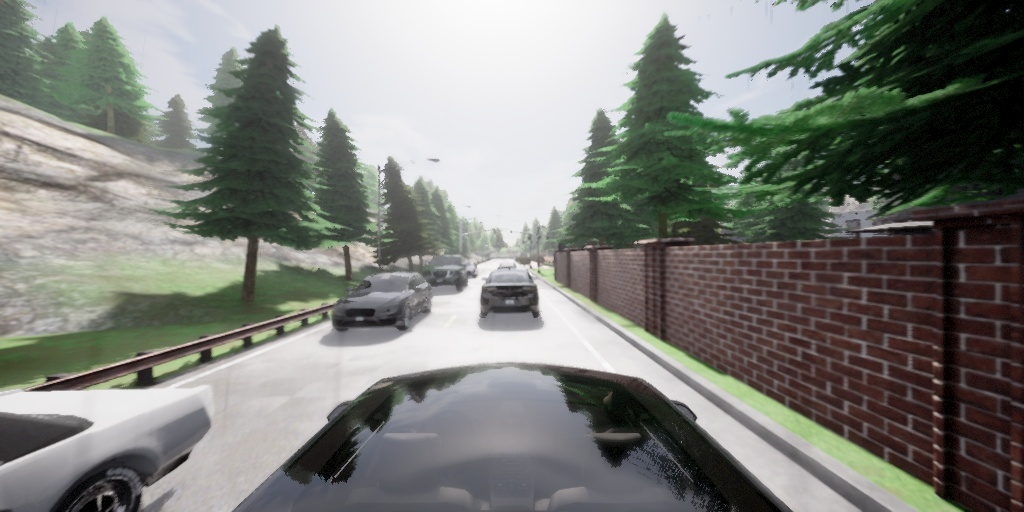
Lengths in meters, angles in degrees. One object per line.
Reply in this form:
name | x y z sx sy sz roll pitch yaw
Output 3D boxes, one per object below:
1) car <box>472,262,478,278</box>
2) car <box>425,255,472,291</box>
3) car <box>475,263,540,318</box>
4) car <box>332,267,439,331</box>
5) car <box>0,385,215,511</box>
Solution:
car | -4.026 1.239 32.639 2.033 1.411 5.357 -1 0 0
car | -3.902 0.946 21.809 2.150 2.045 5.566 -1 0 -1
car | -0.086 1.195 12.977 1.882 1.535 5.008 -1 0 -1
car | -3.732 1.261 11.107 1.837 1.490 4.892 -1 0 -1
car | -3.545 1.388 0.944 1.895 1.301 4.718 -1 0 -2
